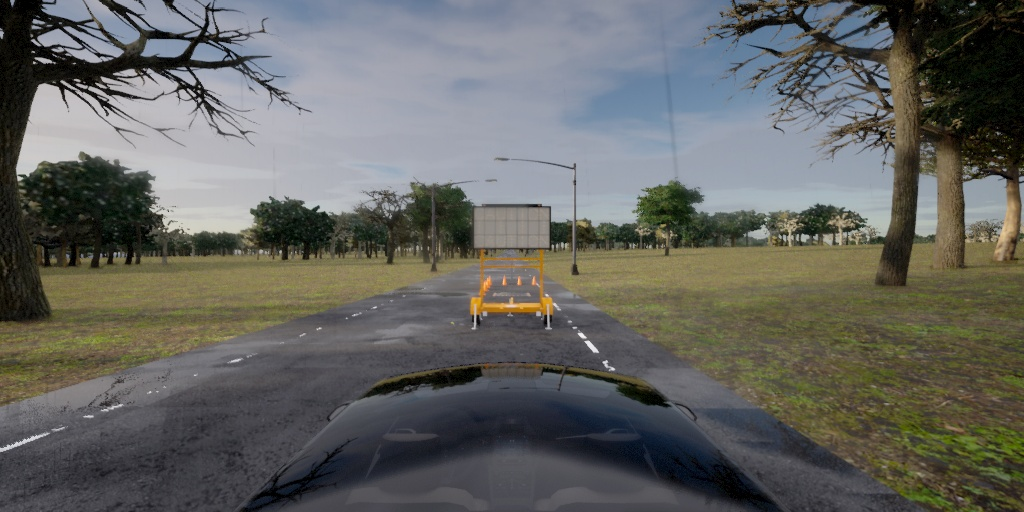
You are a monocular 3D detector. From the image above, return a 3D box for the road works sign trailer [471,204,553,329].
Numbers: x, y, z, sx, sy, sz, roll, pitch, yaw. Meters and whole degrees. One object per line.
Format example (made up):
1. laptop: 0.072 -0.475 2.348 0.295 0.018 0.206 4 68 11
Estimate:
1. road works sign trailer: -0.005 0.202 11.121 2.380 3.560 2.880 0 0 0
